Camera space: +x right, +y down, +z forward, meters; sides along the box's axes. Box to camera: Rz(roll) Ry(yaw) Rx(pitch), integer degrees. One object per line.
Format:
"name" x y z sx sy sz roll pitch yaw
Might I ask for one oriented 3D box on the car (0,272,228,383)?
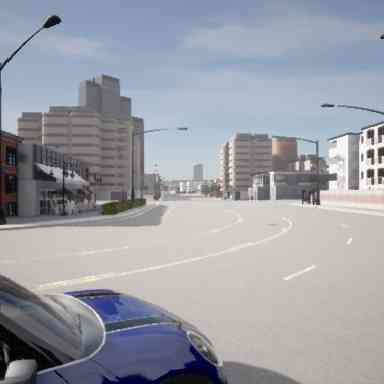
"car" -1.876 1.347 2.403 4.553 1.767 2.097 0 0 -36
